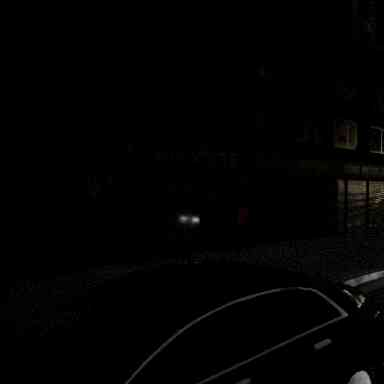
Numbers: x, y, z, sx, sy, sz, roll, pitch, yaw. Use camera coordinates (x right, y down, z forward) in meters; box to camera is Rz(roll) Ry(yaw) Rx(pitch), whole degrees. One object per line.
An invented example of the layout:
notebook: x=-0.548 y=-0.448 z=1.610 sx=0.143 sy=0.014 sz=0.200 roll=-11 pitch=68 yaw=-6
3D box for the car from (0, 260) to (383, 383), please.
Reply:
car: x=-0.154 y=1.504 z=2.951 sx=4.892 sy=1.490 sz=1.837 roll=0 pitch=0 yaw=-35
